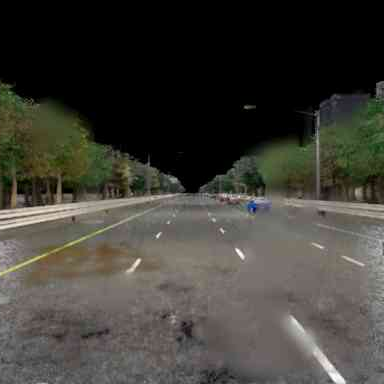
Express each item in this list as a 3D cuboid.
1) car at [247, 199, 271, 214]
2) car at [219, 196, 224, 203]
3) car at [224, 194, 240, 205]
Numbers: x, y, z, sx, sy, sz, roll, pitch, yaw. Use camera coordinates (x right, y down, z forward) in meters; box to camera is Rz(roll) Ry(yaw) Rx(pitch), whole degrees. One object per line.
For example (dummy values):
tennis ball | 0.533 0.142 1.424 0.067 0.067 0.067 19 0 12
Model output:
car | 7.020 1.498 35.256 1.882 1.535 5.008 0 0 0
car | 7.099 1.519 73.689 1.882 1.535 5.008 0 0 0
car | 7.049 1.548 57.697 1.812 1.442 4.674 0 0 0
